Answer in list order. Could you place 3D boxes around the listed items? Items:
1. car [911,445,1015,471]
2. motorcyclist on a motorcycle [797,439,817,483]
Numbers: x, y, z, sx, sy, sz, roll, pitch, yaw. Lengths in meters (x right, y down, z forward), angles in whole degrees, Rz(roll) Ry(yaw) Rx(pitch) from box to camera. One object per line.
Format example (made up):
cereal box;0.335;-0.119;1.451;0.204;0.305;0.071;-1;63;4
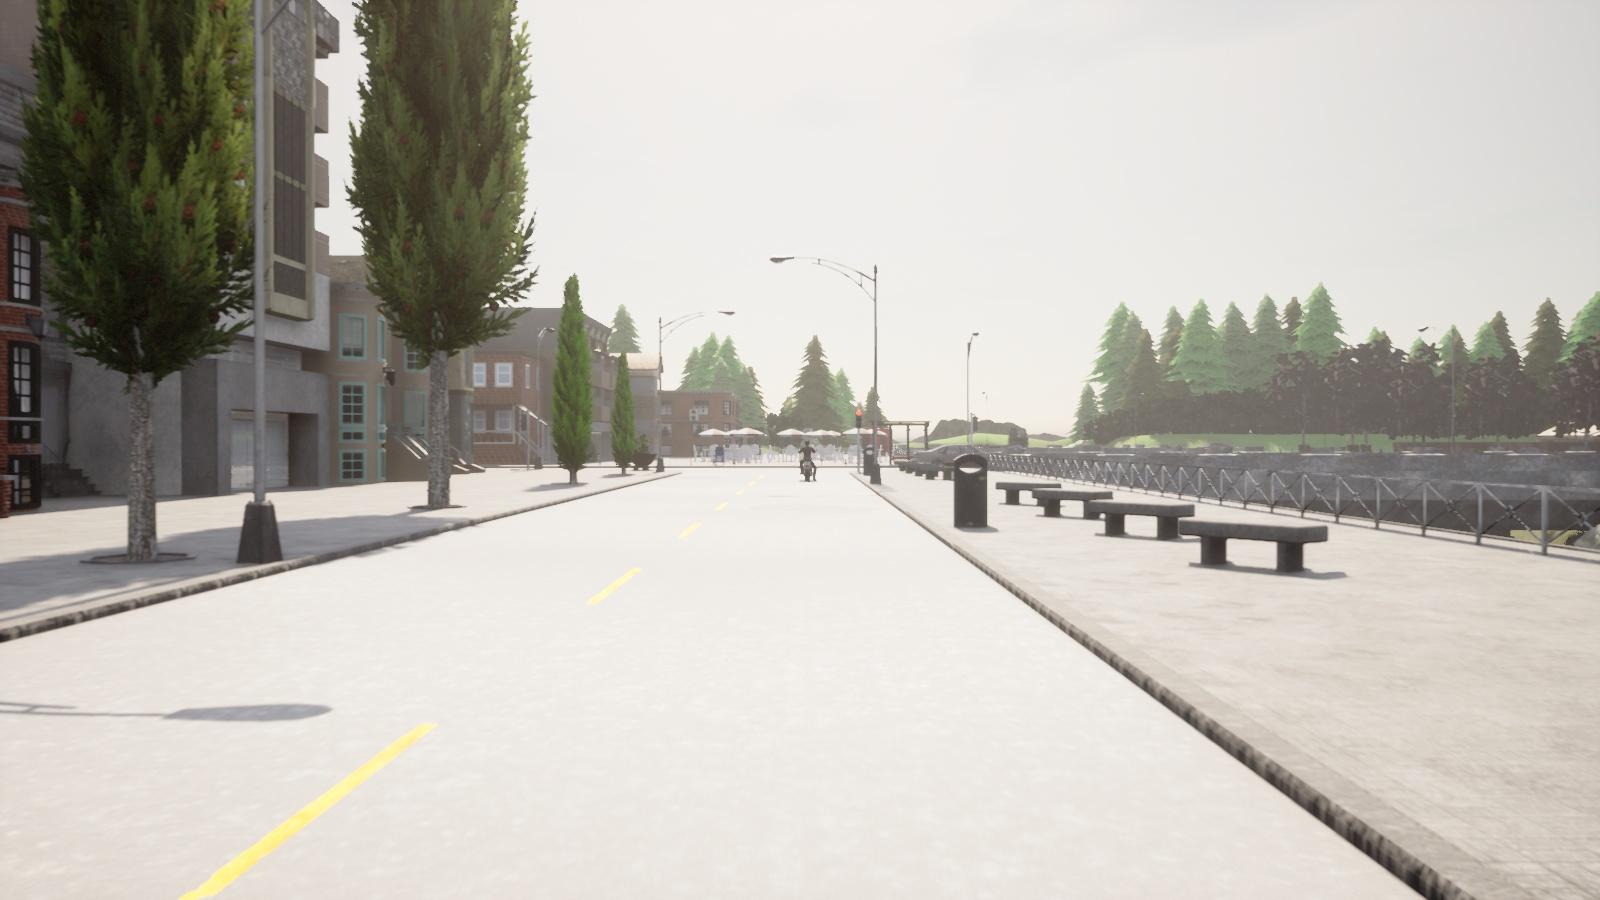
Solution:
car;8.886;0.414;68.756;5.357;1.411;2.033;0;0;-2
motorcyclist on a motorcycle;0.287;0.420;49.213;0.766;1.649;2.350;0;0;0
